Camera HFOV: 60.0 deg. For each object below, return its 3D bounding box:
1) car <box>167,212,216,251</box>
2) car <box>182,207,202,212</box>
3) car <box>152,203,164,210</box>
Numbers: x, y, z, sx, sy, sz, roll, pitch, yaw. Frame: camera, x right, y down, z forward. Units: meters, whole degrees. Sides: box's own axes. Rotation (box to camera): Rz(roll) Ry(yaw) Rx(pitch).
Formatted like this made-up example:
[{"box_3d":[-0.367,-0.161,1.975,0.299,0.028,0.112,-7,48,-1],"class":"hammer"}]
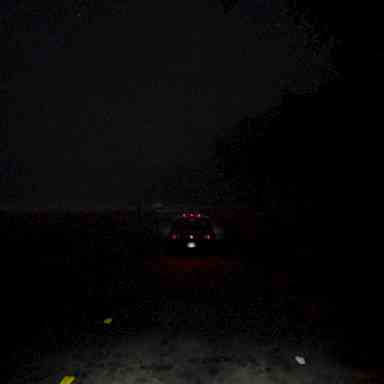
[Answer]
[{"box_3d":[-0.019,1.776,14.979,1.895,1.301,4.718,0,-1,0],"class":"car"},{"box_3d":[-0.039,2.040,30.013,1.895,1.301,4.718,0,-1,0],"class":"car"},{"box_3d":[-7.347,3.118,71.522,1.812,1.442,4.674,2,-3,-21],"class":"car"}]
